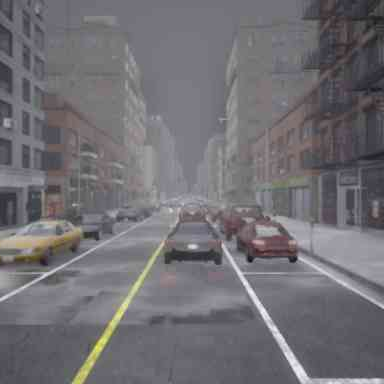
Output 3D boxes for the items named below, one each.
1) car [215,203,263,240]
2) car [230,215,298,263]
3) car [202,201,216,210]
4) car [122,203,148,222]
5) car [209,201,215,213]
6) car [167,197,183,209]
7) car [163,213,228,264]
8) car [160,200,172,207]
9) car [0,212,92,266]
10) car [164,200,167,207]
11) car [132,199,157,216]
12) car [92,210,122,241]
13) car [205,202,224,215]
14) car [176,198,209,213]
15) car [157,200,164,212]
[{"bbox_3d":[2.641,1.513,17.998,2.192,1.841,5.009,0,-1,0],"label":"car"},{"bbox_3d":[2.640,1.720,12.313,1.802,1.307,4.206,0,-1,0],"label":"car"},{"bbox_3d":[2.648,2.126,52.080,1.947,1.339,4.313,0,-1,0],"label":"car"},{"bbox_3d":[-5.382,1.885,29.353,1.947,1.339,4.313,0,-1,0],"label":"car"},{"bbox_3d":[2.643,1.759,29.358,1.967,1.590,4.097,0,-1,0],"label":"car"},{"bbox_3d":[-2.795,2.122,57.485,1.837,1.490,4.892,0,-1,0],"label":"car"},{"bbox_3d":[0.050,1.704,12.442,1.994,1.385,4.181,0,0,1],"label":"car"},{"bbox_3d":[-5.373,2.290,69.124,2.008,1.369,4.403,0,-1,0],"label":"car"},{"bbox_3d":[-5.385,1.661,12.140,1.752,1.417,4.829,0,-1,0],"label":"car"},{"bbox_3d":[-5.375,2.262,63.442,1.802,1.307,4.206,0,-1,0],"label":"car"},{"bbox_3d":[-5.380,1.694,35.037,2.192,1.841,5.009,0,-1,0],"label":"car"},{"bbox_3d":[-5.384,1.764,17.991,1.947,1.339,4.313,0,-1,0],"label":"car"},{"bbox_3d":[2.646,1.990,40.718,2.008,1.369,4.403,0,-1,0],"label":"car"},{"bbox_3d":[0.051,1.647,27.215,2.097,1.767,4.553,0,-1,1],"label":"car"},{"bbox_3d":[-5.378,1.940,46.399,1.967,1.590,4.097,0,-1,0],"label":"car"}]
